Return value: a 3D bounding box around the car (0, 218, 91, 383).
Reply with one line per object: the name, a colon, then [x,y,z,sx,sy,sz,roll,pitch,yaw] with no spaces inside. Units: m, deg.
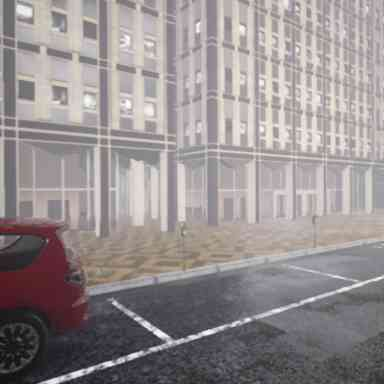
car: [-3.752,1.319,3.888,5.009,1.841,2.192,0,0,-36]
